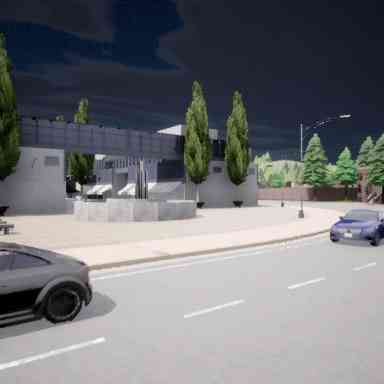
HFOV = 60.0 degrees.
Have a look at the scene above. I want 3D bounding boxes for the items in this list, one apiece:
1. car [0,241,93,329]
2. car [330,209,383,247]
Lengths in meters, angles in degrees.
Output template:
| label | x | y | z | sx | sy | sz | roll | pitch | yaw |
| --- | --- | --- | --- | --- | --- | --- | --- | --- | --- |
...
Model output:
| label | x | y | z | sx | sy | sz | roll | pitch | yaw |
| --- | --- | --- | --- | --- | --- | --- | --- | --- | --- |
| car | -3.860 | 1.564 | 5.574 | 4.181 | 1.385 | 1.994 | 0 | 0 | -37 |
| car | 8.020 | 1.526 | 15.417 | 1.812 | 1.442 | 4.674 | 0 | 0 | 43 |
